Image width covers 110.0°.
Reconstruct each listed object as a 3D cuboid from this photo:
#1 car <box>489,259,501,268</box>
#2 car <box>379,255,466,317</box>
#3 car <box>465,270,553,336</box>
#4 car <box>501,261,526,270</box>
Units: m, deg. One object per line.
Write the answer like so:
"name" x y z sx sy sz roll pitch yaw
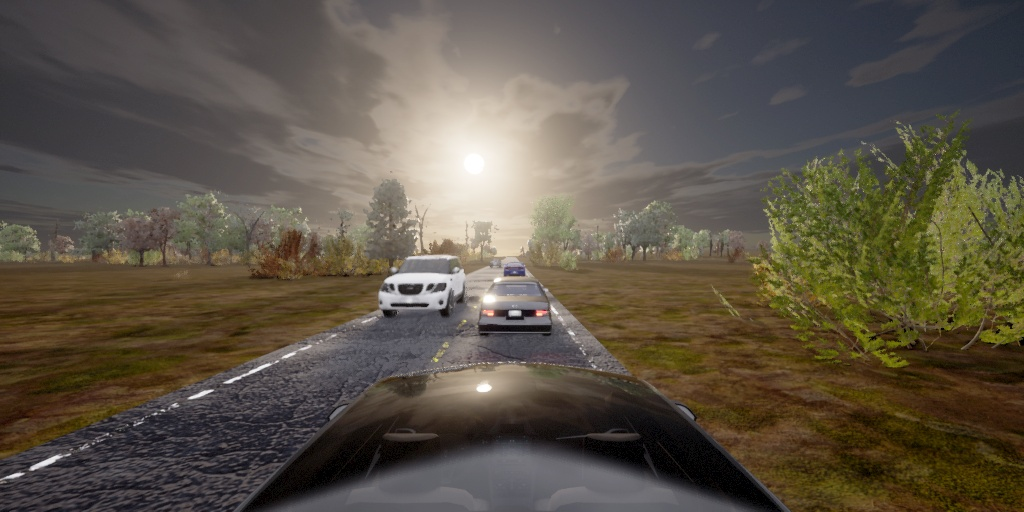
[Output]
"car" -2.756 1.213 60.819 2.128 1.511 4.902 0 0 0
"car" -3.052 0.972 13.448 2.150 2.045 5.566 0 0 0
"car" 0.118 1.298 10.355 2.033 1.411 5.357 0 0 1
"car" 0.228 1.221 32.578 1.882 1.535 5.008 0 0 0
